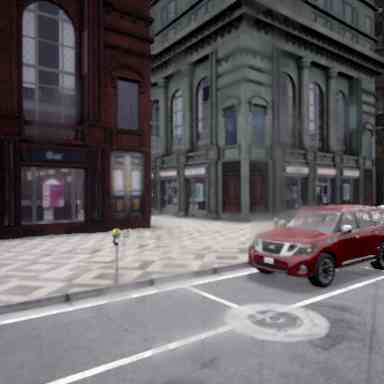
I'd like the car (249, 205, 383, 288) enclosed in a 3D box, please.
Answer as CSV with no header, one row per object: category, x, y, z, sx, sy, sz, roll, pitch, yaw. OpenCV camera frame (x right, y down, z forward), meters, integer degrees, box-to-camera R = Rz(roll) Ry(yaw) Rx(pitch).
car,3.891,1.335,9.529,5.009,1.841,2.192,0,0,-36
